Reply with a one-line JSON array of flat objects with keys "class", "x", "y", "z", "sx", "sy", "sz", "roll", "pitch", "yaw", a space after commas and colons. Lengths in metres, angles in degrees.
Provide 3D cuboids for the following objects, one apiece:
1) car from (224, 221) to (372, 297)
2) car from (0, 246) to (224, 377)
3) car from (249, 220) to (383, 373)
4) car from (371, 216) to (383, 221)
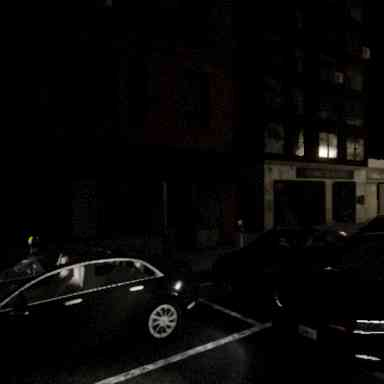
[{"class": "car", "x": 2.476, "y": 1.531, "z": 7.997, "sx": 4.313, "sy": 1.339, "sz": 1.947, "roll": -1, "pitch": 0, "yaw": -36}, {"class": "car", "x": -1.910, "y": 1.555, "z": 4.825, "sx": 4.403, "sy": 1.369, "sz": 2.008, "roll": -1, "pitch": 0, "yaw": -36}, {"class": "car", "x": 3.445, "y": 1.441, "z": 5.568, "sx": 5.008, "sy": 1.535, "sz": 1.882, "roll": 0, "pitch": 0, "yaw": -36}, {"class": "car", "x": 6.862, "y": 1.491, "z": 11.168, "sx": 4.313, "sy": 1.339, "sz": 1.947, "roll": -1, "pitch": 0, "yaw": -36}]
